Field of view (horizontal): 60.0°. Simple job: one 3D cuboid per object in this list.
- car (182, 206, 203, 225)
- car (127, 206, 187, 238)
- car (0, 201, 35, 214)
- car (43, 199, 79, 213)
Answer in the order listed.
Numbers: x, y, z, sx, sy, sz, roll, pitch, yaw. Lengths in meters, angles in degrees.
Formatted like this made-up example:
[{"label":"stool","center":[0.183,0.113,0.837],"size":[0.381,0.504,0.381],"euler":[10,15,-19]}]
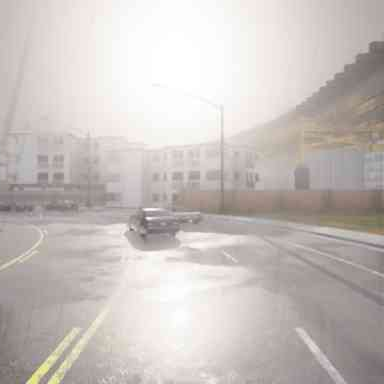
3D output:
[{"label":"car","center":[-1.138,1.621,23.804],"size":[1.895,1.301,4.718],"euler":[0,0,-29]},{"label":"car","center":[-2.212,1.563,17.996],"size":[2.033,1.411,5.357],"euler":[0,0,-20]},{"label":"car","center":[-19.365,1.631,35.918],"size":[4.718,1.301,1.895],"euler":[0,0,25]},{"label":"car","center":[-14.739,1.557,37.381],"size":[4.674,1.442,1.812],"euler":[0,0,31]}]
